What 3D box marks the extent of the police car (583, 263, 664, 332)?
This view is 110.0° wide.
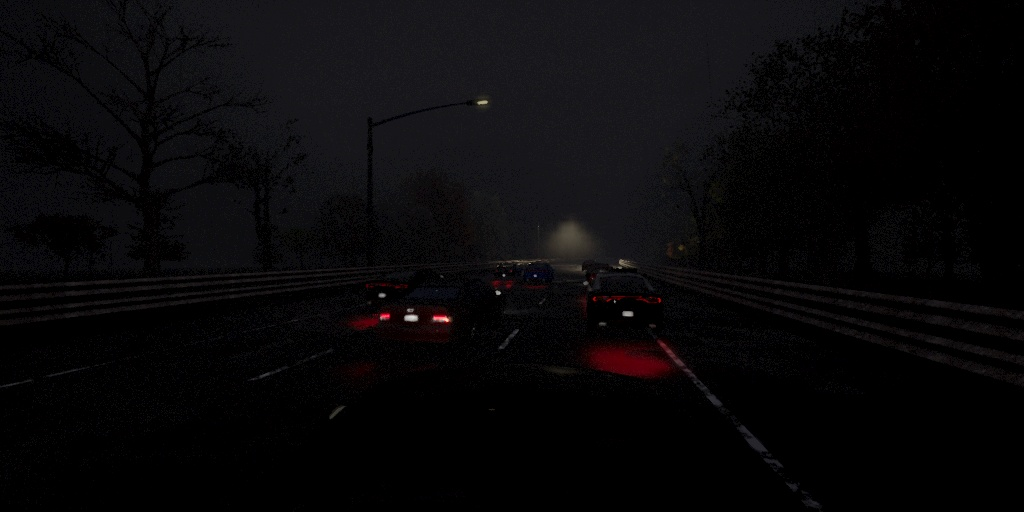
[{"bbox_3d":[3.266,1.175,11.099,1.930,1.638,5.238,0,0,11],"label":"police car"}]

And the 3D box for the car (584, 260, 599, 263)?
[{"bbox_3d":[6.438,1.262,26.464,1.837,1.490,4.892,0,0,12],"label":"car"}]

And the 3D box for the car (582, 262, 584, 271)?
[{"bbox_3d":[10.552,1.253,48.648,1.882,1.535,5.008,0,0,15],"label":"car"}]

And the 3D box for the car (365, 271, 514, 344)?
[{"bbox_3d":[-1.529,1.297,9.673,2.033,1.411,5.357,0,0,11],"label":"car"}]

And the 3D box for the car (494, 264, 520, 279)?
[{"bbox_3d":[-0.193,1.359,33.232,1.895,1.301,4.718,0,0,13],"label":"car"}]

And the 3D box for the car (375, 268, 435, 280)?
[{"bbox_3d":[-4.052,1.227,14.963,1.882,1.535,5.008,0,0,11],"label":"car"}]

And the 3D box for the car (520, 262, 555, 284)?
[{"bbox_3d":[2.163,1.233,27.612,1.882,1.535,5.008,0,0,12],"label":"car"}]
